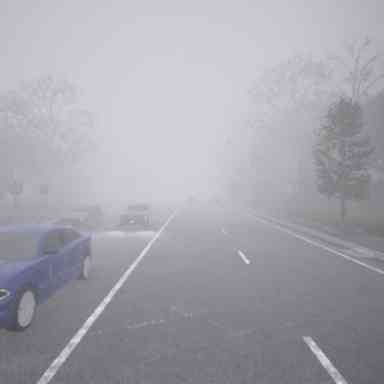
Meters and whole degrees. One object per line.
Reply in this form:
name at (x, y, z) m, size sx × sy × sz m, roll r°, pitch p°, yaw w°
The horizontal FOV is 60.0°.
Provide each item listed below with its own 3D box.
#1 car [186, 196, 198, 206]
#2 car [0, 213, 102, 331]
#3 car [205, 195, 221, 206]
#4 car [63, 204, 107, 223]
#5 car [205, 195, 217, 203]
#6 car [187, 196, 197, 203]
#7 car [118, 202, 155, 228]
car at (-0.015, 1.417, 52.206) m, size 1.895 × 1.301 × 4.718 m, roll 0°, pitch 0°, yaw 0°
car at (-3.595, 1.453, 7.009) m, size 1.882 × 1.535 × 5.008 m, roll 0°, pitch 0°, yaw 0°
car at (3.485, 1.294, 51.768) m, size 1.882 × 1.535 × 5.008 m, roll 0°, pitch 0°, yaw 0°
car at (-7.006, 1.503, 21.658) m, size 2.033 × 1.411 × 5.357 m, roll 0°, pitch 0°, yaw 0°
car at (3.482, 1.321, 62.180) m, size 2.033 × 1.411 × 5.357 m, roll 0°, pitch 0°, yaw 0°
car at (-0.018, 1.374, 62.214) m, size 1.895 × 1.301 × 4.718 m, roll 0°, pitch 0°, yaw 0°
car at (-3.506, 1.472, 21.659) m, size 1.837 × 1.490 × 4.892 m, roll 0°, pitch 0°, yaw 0°
